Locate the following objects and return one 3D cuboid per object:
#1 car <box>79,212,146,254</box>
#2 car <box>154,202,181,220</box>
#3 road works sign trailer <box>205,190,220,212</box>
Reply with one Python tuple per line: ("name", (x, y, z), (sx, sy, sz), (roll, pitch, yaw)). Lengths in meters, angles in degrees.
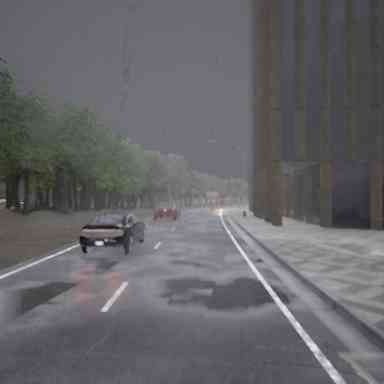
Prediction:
("car", (-3.147, 1.587, 13.969), (2.128, 1.511, 4.902), (0, 0, 2))
("car", (-2.277, 1.691, 31.876), (2.097, 1.767, 4.553), (0, -1, 4))
("road works sign trailer", (3.454, 1.520, 56.461), (2.380, 3.560, 2.880), (0, -2, 1))
